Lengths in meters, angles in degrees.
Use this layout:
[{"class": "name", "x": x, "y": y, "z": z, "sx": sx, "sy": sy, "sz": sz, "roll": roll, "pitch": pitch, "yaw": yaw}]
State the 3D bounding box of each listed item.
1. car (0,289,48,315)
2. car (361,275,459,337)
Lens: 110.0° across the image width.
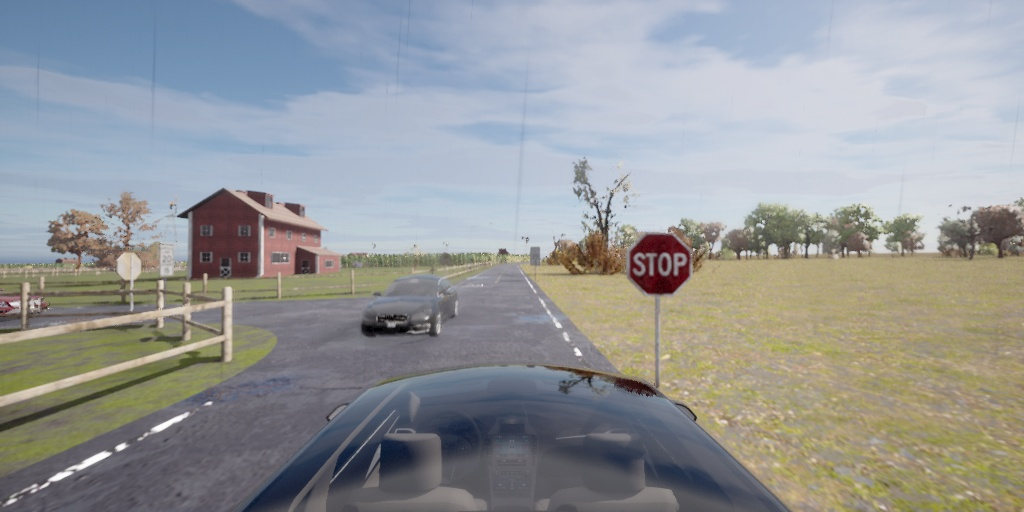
[{"class": "car", "x": -19.885, "y": 1.666, "z": 12.773, "sx": 4.674, "sy": 1.442, "sz": 1.812, "roll": -1, "pitch": -1, "yaw": -7}, {"class": "car", "x": -2.750, "y": 1.345, "z": 10.614, "sx": 1.837, "sy": 1.490, "sz": 4.892, "roll": 0, "pitch": 0, "yaw": 0}]
